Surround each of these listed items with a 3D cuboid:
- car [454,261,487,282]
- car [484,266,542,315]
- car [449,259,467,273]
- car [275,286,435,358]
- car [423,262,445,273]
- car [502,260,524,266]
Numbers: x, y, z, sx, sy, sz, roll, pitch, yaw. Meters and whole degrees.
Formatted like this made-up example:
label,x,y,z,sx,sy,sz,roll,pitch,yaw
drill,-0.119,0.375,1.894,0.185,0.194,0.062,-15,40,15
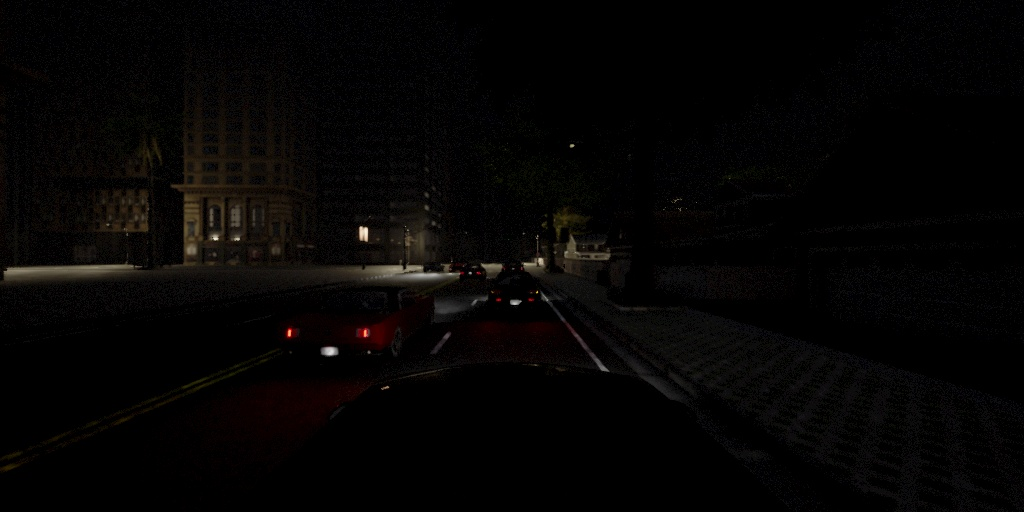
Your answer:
label,x,y,z,sx,sy,sz,roll,pitch,yaw
car,-3.157,1.339,29.585,2.033,1.411,5.357,0,0,0
car,0.085,1.292,13.596,1.812,1.442,4.674,0,0,0
car,-6.521,1.167,44.893,2.097,1.767,4.553,0,0,0
car,-3.151,1.359,8.426,1.895,1.301,4.718,0,0,0
car,-9.768,1.417,44.948,1.895,1.301,4.718,0,0,0
car,0.093,1.151,33.346,2.097,1.767,4.553,0,0,0
